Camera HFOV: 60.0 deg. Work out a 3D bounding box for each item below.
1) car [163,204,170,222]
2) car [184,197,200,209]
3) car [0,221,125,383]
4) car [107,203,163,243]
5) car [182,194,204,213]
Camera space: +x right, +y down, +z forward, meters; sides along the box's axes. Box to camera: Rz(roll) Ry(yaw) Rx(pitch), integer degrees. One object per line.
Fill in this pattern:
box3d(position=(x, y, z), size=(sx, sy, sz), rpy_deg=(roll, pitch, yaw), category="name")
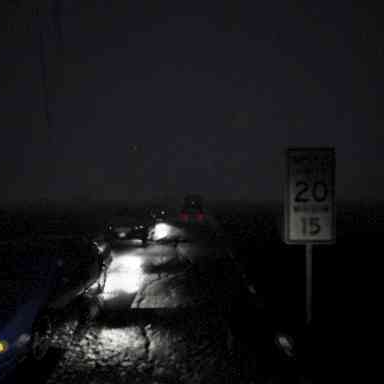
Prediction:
box3d(position=(-2.840, 1.582, 26.504), size=(1.895, 1.301, 4.718), rpy_deg=(0, 0, 0), category="car")
box3d(position=(0.009, 1.524, 47.240), size=(2.033, 1.411, 5.357), rpy_deg=(0, 0, 0), category="car")
box3d(position=(-2.845, 1.542, 6.014), size=(2.033, 1.411, 5.357), rpy_deg=(0, 0, 0), category="car")
box3d(position=(-2.845, 1.478, 16.059), size=(2.128, 1.511, 4.902), rpy_deg=(0, 0, 0), category="car")
box3d(position=(0.100, 1.200, 36.333), size=(2.150, 2.045, 5.566), rpy_deg=(0, 0, 0), category="car")
